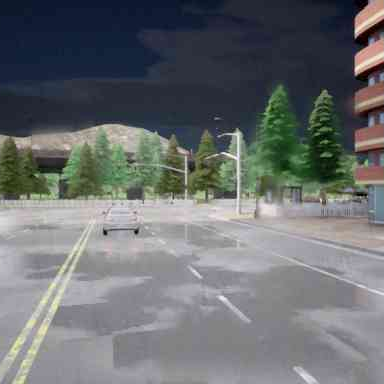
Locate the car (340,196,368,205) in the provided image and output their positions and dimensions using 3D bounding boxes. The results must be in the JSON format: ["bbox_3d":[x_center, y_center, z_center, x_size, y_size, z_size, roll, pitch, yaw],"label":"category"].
[{"bbox_3d":[24.785,1.448,50.012,4.892,1.490,1.837,0,0,-10],"label":"car"}]

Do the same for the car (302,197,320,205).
[{"bbox_3d":[17.789,1.470,52.082,4.674,1.442,1.812,0,0,-12],"label":"car"}]

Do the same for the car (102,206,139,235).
[{"bbox_3d":[-4.043,1.526,18.761,1.812,1.442,4.674,0,0,-14],"label":"car"}]
